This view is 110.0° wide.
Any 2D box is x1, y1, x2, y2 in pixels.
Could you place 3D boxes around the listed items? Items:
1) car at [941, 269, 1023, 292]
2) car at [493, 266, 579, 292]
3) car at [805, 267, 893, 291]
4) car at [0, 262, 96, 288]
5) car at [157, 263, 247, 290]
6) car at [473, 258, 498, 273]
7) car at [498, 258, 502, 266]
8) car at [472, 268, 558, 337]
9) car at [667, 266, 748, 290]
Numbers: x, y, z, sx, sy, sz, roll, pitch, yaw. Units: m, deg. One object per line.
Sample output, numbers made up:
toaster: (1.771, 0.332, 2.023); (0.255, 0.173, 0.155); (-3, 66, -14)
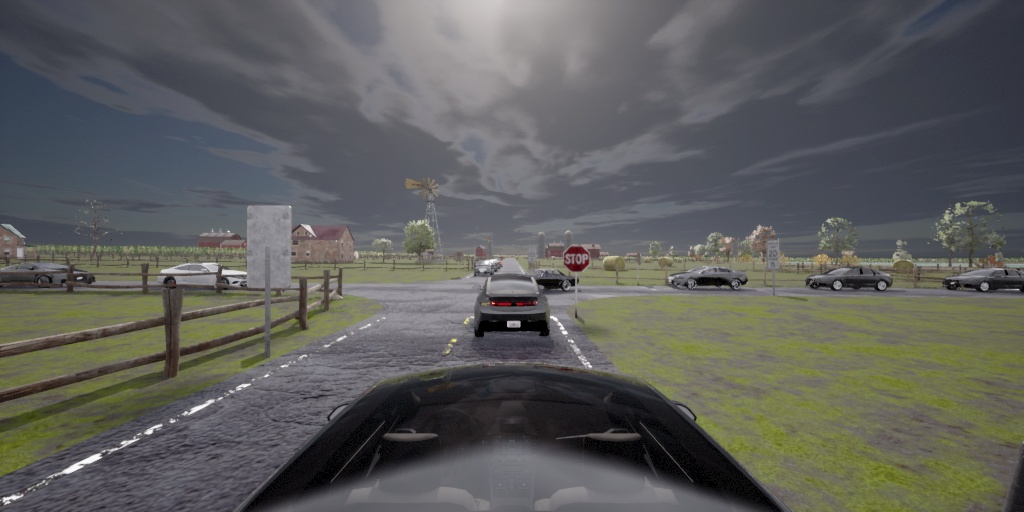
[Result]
car: (31.714, 1.587, 23.874); (4.892, 1.490, 1.837); (1, -1, -1)
car: (1.509, 1.369, 20.370); (4.718, 1.301, 1.895); (1, 0, -35)
car: (22.211, 1.500, 23.758); (4.892, 1.490, 1.837); (1, -1, -1)
car: (-26.354, 1.048, 20.173); (4.181, 1.385, 1.994); (1, -1, -1)
car: (-17.234, 1.104, 20.290); (4.674, 1.442, 1.812); (1, -1, -1)
car: (-2.840, 1.243, 37.012); (2.128, 1.511, 4.902); (0, 0, 0)
car: (-2.828, 1.242, 46.458); (2.128, 1.511, 4.902); (0, 0, 0)
car: (-0.069, 1.256, 10.324); (1.837, 1.490, 4.892); (0, 0, -3)
car: (12.810, 1.397, 23.592); (4.902, 1.511, 2.128); (1, -1, -2)
